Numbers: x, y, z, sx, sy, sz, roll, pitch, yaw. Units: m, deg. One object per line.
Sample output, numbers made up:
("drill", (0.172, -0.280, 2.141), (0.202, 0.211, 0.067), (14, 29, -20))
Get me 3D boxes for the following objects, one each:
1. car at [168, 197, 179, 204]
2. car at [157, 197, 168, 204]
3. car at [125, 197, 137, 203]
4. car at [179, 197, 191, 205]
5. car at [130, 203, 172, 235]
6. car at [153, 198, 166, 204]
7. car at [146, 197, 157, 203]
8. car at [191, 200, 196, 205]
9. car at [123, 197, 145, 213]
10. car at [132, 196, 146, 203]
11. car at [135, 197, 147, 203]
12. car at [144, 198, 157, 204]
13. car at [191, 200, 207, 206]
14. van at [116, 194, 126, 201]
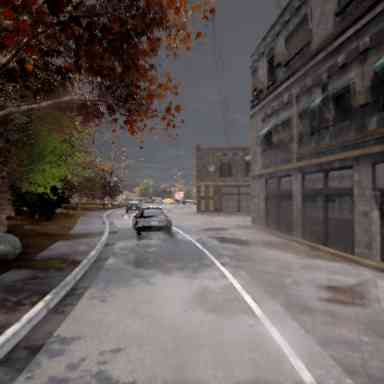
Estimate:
("car", (-5.843, 2.318, 82.000), (2.097, 1.535, 5.008), (4, -2, -26))
("car", (-8.343, 2.018, 80.817), (2.185, 1.767, 4.553), (4, -2, -26))
("car", (-16.770, 2.082, 91.220), (2.002, 1.452, 4.674), (4, -2, -26))
("car", (-3.342, 2.234, 83.266), (2.435, 2.045, 5.566), (4, -2, -26))
("car", (-2.373, 1.592, 19.366), (1.994, 1.385, 4.181), (0, 0, -12))
("car", (-9.240, 2.574, 95.113), (1.946, 1.575, 5.366), (4, -2, -26))
("car", (-10.848, 1.991, 79.586), (2.163, 1.488, 4.792), (4, -2, -26))
("car", (-0.838, 2.643, 84.452), (2.231, 1.521, 4.892), (3, -2, -26))
("car", (-6.793, 1.673, 39.451), (1.812, 1.442, 4.674), (0, -1, -8))
("car", (-13.316, 1.807, 78.311), (2.163, 1.488, 4.792), (4, -2, -26))
("car", (-14.275, 2.265, 92.442), (2.002, 1.452, 4.674), (4, -2, -26))
("car", (-11.676, 2.439, 93.745), (2.163, 1.488, 4.792), (4, -2, -26))
("car", (1.663, 2.817, 85.652), (2.163, 1.488, 4.792), (3, -2, -26))
("van", (-19.094, 1.643, 89.939), (1.878, 1.987, 4.442), (4, -1, -26))
